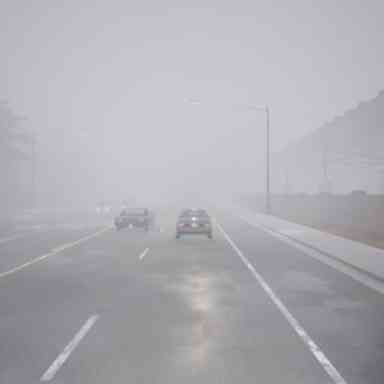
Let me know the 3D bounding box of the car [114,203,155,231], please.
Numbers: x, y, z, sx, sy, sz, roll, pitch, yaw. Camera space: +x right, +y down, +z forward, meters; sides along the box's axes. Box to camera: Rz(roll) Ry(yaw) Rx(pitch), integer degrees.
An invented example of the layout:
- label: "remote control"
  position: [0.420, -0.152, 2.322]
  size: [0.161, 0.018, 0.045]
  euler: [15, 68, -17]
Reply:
- label: "car"
  position: [-3.404, 1.614, 20.766]
  size: [1.895, 1.301, 4.718]
  euler: [0, 0, 0]

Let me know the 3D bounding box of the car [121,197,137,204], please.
- label: "car"
  position: [-10.544, 1.582, 55.914]
  size: [2.033, 1.411, 5.357]
  euler: [0, 0, 1]

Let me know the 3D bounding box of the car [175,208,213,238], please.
- label: "car"
  position: [0.096, 1.558, 17.554]
  size: [2.033, 1.411, 5.357]
  euler: [0, 0, 0]

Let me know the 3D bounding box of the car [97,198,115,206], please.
- label: "car"
  position: [-14.053, 1.635, 54.288]
  size: [1.895, 1.301, 4.718]
  euler: [0, 0, 1]
